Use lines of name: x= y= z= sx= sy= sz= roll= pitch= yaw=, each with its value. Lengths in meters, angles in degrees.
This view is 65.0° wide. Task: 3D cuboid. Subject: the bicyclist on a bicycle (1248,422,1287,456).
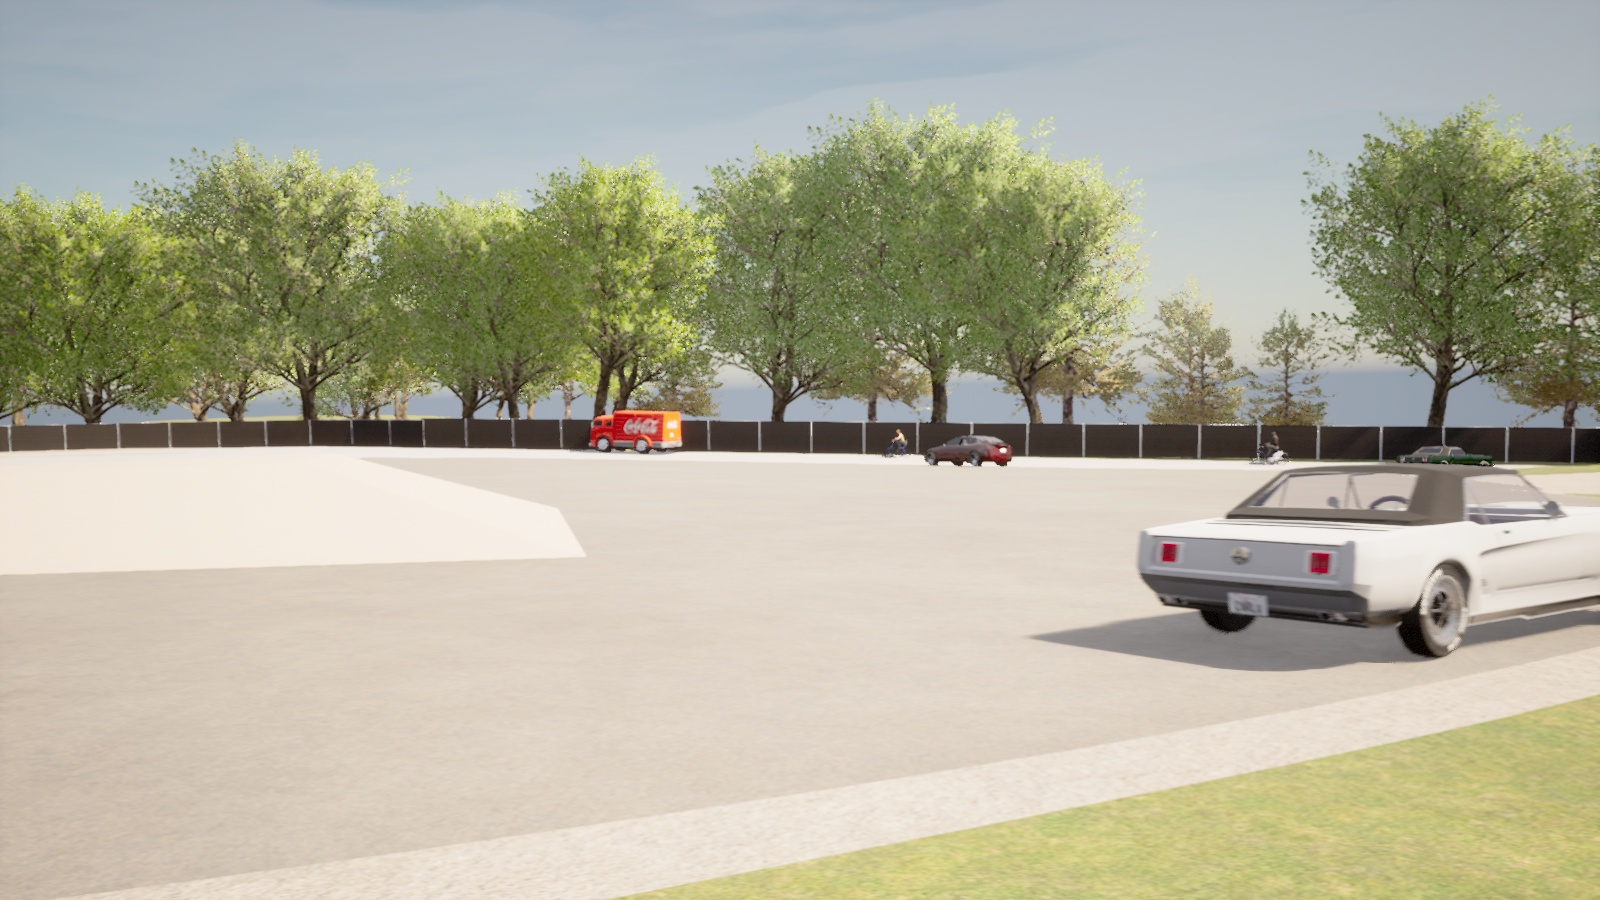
bicyclist on a bicycle: x=24.565 y=-0.578 z=66.020 sx=1.843 sy=1.776 sz=0.659 roll=0 pitch=3 yaw=9

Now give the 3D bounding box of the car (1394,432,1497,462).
car: x=30.895 y=-0.152 z=60.080 sx=4.718 sy=1.301 sz=1.895 roll=-1 pitch=1 yaw=-26

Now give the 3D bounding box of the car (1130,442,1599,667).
car: x=4.954 y=0.652 z=9.894 sx=4.718 sy=1.301 sz=1.895 roll=-2 pitch=0 yaw=-35

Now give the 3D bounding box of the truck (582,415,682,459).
truck: x=-9.944 y=-0.811 z=74.321 sx=5.204 sy=2.467 sz=2.627 roll=0 pitch=3 yaw=22

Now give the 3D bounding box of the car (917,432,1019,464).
car: x=8.084 y=-0.096 z=60.764 sx=2.163 sy=1.488 sz=4.792 roll=0 pitch=0 yaw=-37
